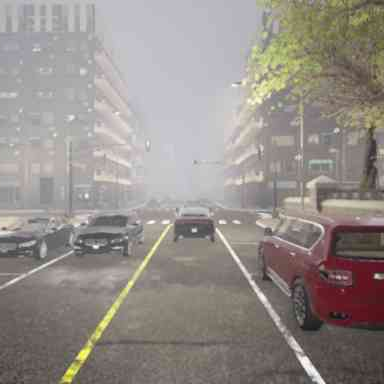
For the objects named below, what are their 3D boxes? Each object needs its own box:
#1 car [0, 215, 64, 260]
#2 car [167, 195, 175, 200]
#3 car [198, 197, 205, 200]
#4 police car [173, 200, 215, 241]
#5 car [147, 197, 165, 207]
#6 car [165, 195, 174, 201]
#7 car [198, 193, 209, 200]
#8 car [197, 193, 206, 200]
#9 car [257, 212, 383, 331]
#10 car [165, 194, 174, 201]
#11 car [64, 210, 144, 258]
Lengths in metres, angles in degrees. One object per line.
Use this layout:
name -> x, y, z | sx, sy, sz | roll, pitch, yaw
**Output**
car -> -5.683, 1.552, 12.259 | 2.008, 1.369, 4.403 | 1, 0, 0
car -> -5.691, 1.504, 89.846 | 1.802, 1.307, 4.206 | 1, 0, 0
car -> 0.095, 1.540, 36.481 | 2.033, 1.411, 5.357 | 0, 0, 0
police car -> 0.100, 1.427, 16.777 | 1.930, 1.638, 5.238 | 0, 0, 0
car -> -5.685, 1.420, 50.203 | 1.967, 1.590, 4.097 | 1, 0, 0
car -> -5.689, 1.509, 78.521 | 1.947, 1.339, 4.313 | 1, 0, 0
car -> 2.692, 1.519, 72.830 | 1.947, 1.339, 4.313 | 1, 0, 0
car -> 2.693, 1.226, 95.480 | 2.192, 1.841, 5.009 | 1, 0, 0
car -> 2.701, 1.317, 6.777 | 2.192, 1.841, 5.009 | 1, 0, 0
car -> -5.688, 1.373, 84.182 | 1.967, 1.590, 4.097 | 1, 0, 0
car -> -3.020, 1.509, 12.921 | 1.837, 1.490, 4.892 | 0, -1, 0
